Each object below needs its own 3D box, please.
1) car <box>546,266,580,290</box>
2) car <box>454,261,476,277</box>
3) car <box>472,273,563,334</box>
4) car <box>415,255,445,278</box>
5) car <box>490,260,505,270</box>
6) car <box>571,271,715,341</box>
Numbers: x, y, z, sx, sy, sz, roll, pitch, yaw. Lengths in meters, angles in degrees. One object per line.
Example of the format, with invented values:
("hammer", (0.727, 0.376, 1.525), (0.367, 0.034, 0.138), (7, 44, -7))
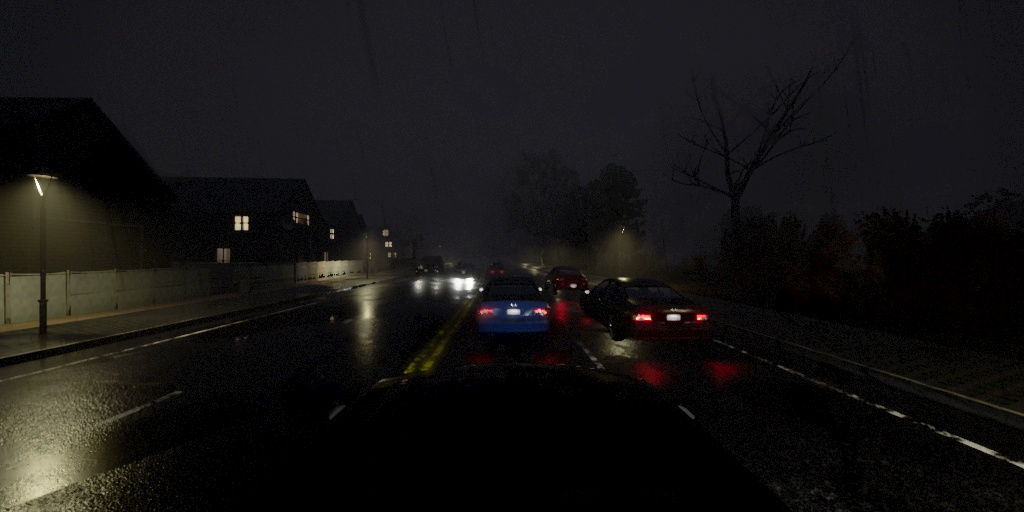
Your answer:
("car", (2.939, 1.278, 19.931), (1.812, 1.442, 4.674), (0, 0, -2))
("car", (-4.542, 1.232, 34.826), (2.128, 1.511, 4.902), (0, 0, -4))
("car", (-0.022, 1.299, 10.561), (2.033, 1.411, 5.357), (0, 0, -1))
("car", (-7.794, 0.958, 34.727), (2.150, 2.045, 5.566), (0, 0, -4))
("car", (-2.186, 1.259, 51.710), (1.812, 1.442, 4.674), (0, 0, -3))
("car", (3.227, 1.300, 9.811), (2.033, 1.411, 5.357), (0, 0, -1))
